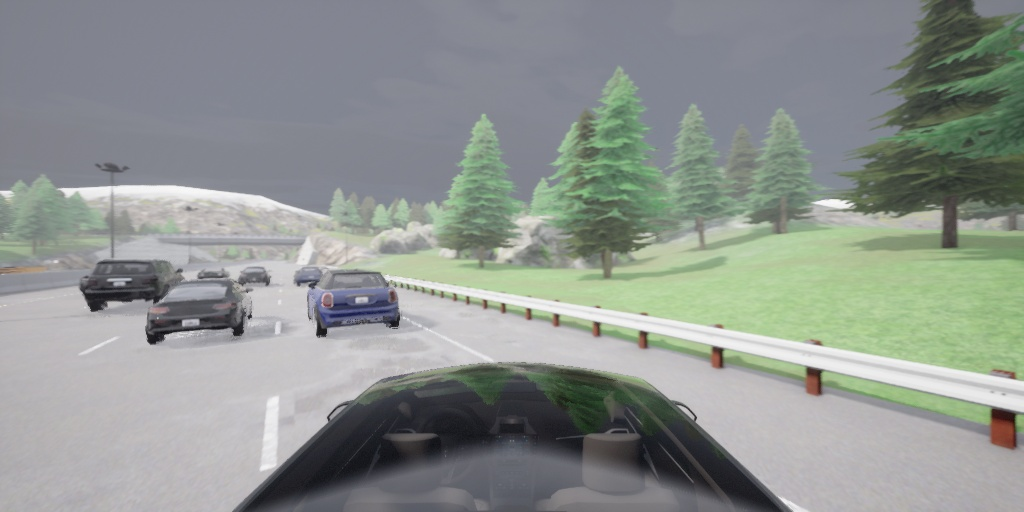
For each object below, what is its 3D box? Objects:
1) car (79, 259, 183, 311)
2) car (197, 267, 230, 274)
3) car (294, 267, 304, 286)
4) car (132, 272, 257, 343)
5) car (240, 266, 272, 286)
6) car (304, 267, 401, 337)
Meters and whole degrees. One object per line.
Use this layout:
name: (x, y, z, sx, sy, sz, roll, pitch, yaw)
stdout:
car: (-16.440, 1.161, 15.964, 2.150, 2.045, 5.566, 0, 0, -33)
car: (-27.304, 1.683, 32.998, 1.895, 1.301, 4.718, 0, 0, -33)
car: (-15.758, 1.528, 27.916, 1.994, 1.385, 4.181, 0, 0, -33)
car: (-8.574, 1.376, 10.136, 1.812, 1.442, 4.674, 0, 0, -32)
car: (-19.703, 1.524, 27.566, 1.812, 1.442, 4.674, 0, 0, -33)
car: (-5.007, 1.173, 11.039, 2.097, 1.767, 4.553, 0, 0, -32)
